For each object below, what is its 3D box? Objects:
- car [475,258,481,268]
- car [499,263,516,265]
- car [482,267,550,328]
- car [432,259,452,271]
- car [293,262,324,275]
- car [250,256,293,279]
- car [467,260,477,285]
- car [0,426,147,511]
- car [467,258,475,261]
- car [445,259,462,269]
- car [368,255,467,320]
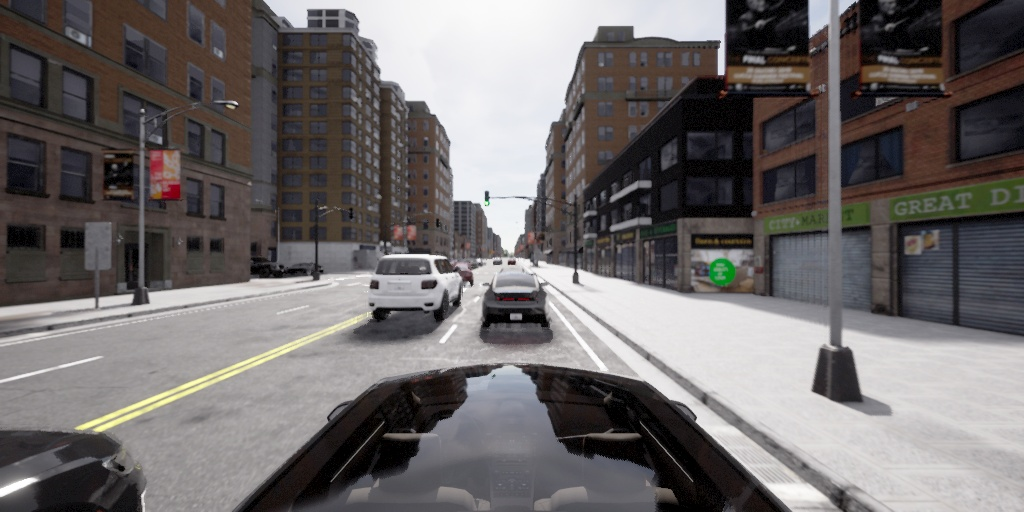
[{"bbox_3d":[-6.592,1.115,57.217,2.097,1.767,4.553,0,0,0],"label":"car"},{"bbox_3d":[0.054,1.350,22.832,1.895,1.301,4.718,0,0,0],"label":"car"},{"bbox_3d":[0.101,1.255,11.384,1.837,1.490,4.892,0,0,0],"label":"car"},{"bbox_3d":[-9.855,1.237,50.653,1.882,1.535,5.008,0,0,0],"label":"car"},{"bbox_3d":[-22.156,1.338,37.879,4.313,1.339,1.948,0,0,0],"label":"car"},{"bbox_3d":[-23.493,0.966,32.404,5.566,2.045,2.150,0,0,0],"label":"car"},{"bbox_3d":[-3.843,1.275,25.833,1.812,1.442,4.674,0,0,-11],"label":"car"},{"bbox_3d":[-3.149,1.256,0.134,1.837,1.490,4.892,0,0,0],"label":"car"},{"bbox_3d":[-6.605,1.110,48.345,2.097,1.767,4.553,0,0,0],"label":"car"},{"bbox_3d":[-9.827,1.312,60.457,2.033,1.411,5.357,0,0,0],"label":"car"},{"bbox_3d":[-3.146,0.971,12.711,2.150,2.045,5.566,0,0,0],"label":"car"}]
